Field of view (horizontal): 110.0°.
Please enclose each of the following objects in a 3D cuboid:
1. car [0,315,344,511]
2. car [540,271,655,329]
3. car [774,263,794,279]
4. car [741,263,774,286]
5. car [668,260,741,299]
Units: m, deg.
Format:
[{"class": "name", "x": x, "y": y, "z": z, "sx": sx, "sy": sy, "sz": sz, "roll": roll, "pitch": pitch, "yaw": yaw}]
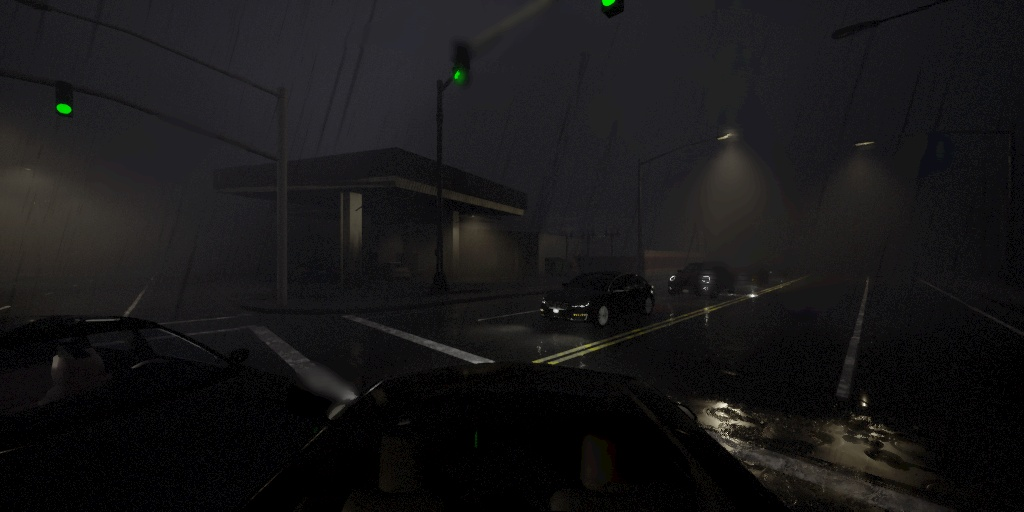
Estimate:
[{"class": "car", "x": -3.413, "y": 1.242, "z": 2.551, "sx": 4.902, "sy": 1.511, "sz": 2.128, "roll": 0, "pitch": 0, "yaw": 15}, {"class": "car", "x": 2.916, "y": 1.255, "z": 11.550, "sx": 1.837, "sy": 1.490, "sz": 4.892, "roll": 0, "pitch": 0, "yaw": 45}, {"class": "car", "x": 23.877, "y": 1.314, "z": 32.297, "sx": 4.181, "sy": 1.385, "sz": 1.994, "roll": 0, "pitch": 0, "yaw": -44}, {"class": "car", "x": 16.722, "y": 1.314, "z": 25.265, "sx": 1.994, "sy": 1.385, "sz": 4.181, "roll": 0, "pitch": 0, "yaw": 44}, {"class": "car", "x": 9.775, "y": 1.102, "z": 18.375, "sx": 4.553, "sy": 1.767, "sz": 2.097, "roll": 0, "pitch": 0, "yaw": -45}]
